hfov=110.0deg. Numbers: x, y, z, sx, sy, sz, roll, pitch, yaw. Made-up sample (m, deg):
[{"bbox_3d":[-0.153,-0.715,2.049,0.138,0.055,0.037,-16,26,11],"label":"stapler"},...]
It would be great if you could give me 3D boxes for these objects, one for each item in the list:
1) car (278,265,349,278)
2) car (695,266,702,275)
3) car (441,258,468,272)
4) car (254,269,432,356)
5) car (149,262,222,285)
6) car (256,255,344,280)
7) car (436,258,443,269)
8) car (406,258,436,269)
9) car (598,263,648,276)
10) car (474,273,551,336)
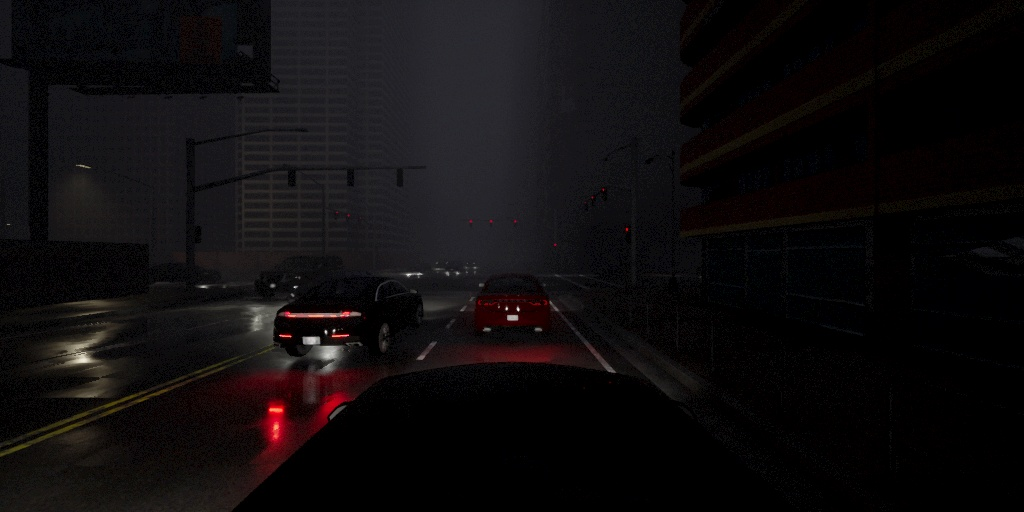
[{"bbox_3d":[-7.200,1.297,15.379,2.033,1.411,5.357,0,0,0],"label":"car"},{"bbox_3d":[21.448,1.228,36.741,5.008,1.535,1.882,0,0,0],"label":"car"},{"bbox_3d":[-7.435,1.297,46.700,2.033,1.411,5.357,0,0,0],"label":"car"},{"bbox_3d":[-3.477,1.242,8.592,2.128,1.511,4.902,0,0,-1],"label":"car"},{"bbox_3d":[-23.942,1.228,25.988,5.008,1.535,1.882,0,0,0],"label":"car"},{"bbox_3d":[-10.726,0.971,18.801,2.150,2.045,5.566,0,0,0],"label":"car"},{"bbox_3d":[-11.004,1.101,58.183,2.097,1.767,4.553,0,0,0],"label":"car"},{"bbox_3d":[-11.309,1.313,43.774,1.994,1.385,4.181,0,0,8],"label":"car"},{"bbox_3d":[11.322,1.351,36.790,4.718,1.301,1.895,0,0,2],"label":"car"},{"bbox_3d":[0.011,1.228,10.481,1.882,1.535,5.008,0,0,0],"label":"car"}]
